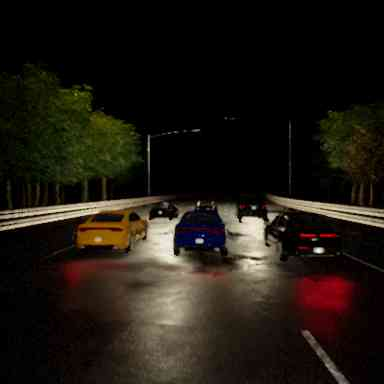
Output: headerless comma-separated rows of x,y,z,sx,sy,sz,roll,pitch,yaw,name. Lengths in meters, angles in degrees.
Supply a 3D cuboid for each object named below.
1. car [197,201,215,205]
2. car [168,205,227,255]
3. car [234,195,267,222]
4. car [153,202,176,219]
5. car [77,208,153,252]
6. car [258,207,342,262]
1.192,1.477,27.432,2.128,1.511,4.902,0,0,5,car
0.378,1.473,13.270,1.882,1.535,5.008,0,-1,3,car
4.582,1.211,26.060,2.150,2.045,5.566,0,0,5,car
-2.285,1.550,27.829,1.994,1.385,4.181,0,0,5,car
-3.091,1.472,13.880,1.882,1.535,5.008,0,0,3,car
3.828,1.497,12.153,1.837,1.490,4.892,0,-1,3,car
